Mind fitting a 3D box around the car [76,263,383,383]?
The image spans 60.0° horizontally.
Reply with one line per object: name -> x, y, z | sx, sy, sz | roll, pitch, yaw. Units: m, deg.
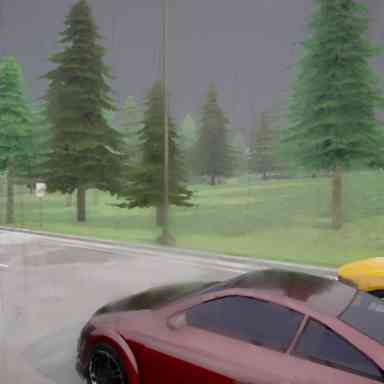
car -> 0.695, 1.561, 3.497 | 4.181, 1.385, 1.994 | 0, 0, 36

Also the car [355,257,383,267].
car -> 4.816, 1.479, 4.857 | 5.008, 1.535, 1.882 | 0, 0, 36
